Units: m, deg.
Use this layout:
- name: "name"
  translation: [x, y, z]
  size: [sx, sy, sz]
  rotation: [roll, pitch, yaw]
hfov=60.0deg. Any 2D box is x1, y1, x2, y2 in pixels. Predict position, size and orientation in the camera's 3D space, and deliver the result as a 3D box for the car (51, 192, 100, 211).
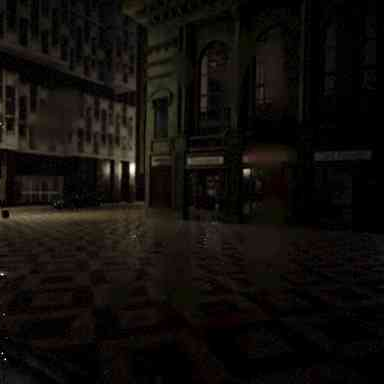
- name: "car"
  translation: [-13.093, 0.988, 37.938]
  size: [2.150, 2.045, 5.566]
  rotation: [2, 1, 35]
